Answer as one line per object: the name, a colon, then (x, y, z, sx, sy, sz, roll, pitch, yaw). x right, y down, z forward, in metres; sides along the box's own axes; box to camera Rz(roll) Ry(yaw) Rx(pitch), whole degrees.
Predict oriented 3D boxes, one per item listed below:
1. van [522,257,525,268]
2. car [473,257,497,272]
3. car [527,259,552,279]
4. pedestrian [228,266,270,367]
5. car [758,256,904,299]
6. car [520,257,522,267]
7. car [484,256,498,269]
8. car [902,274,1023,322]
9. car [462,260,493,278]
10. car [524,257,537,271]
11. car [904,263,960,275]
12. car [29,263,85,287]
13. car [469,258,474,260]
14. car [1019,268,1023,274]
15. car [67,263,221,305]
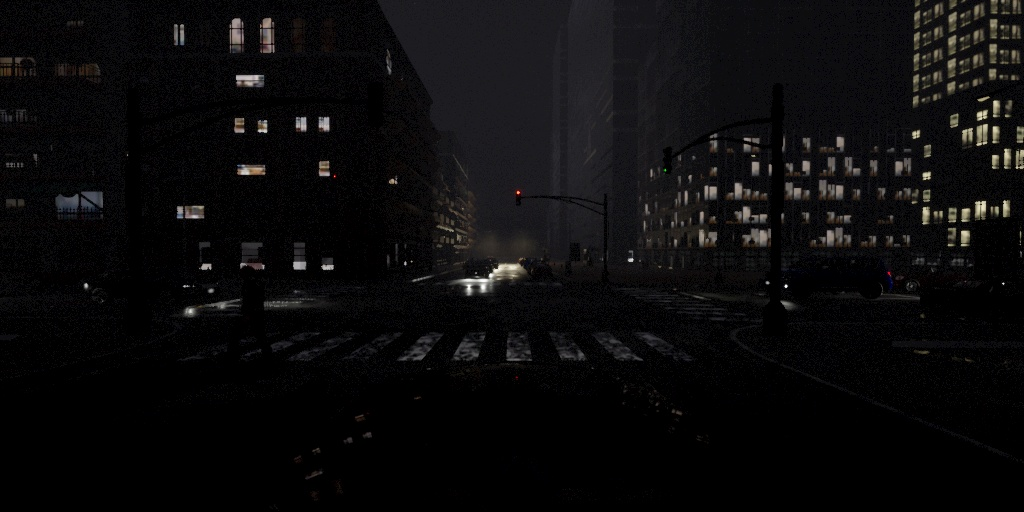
van: (2.623, 1.045, 49.462, 1.690, 1.789, 3.998, 0, 0, 0)
car: (-3.126, 1.218, 41.599, 1.837, 1.490, 4.892, 0, 1, 0)
car: (2.635, 1.272, 32.525, 1.888, 1.381, 4.507, 0, 0, 0)
pedestrian: (-4.671, 1.045, 6.351, 0.375, 1.860, 0.375, -1, 1, 0)
car: (15.727, 1.020, 18.145, 5.566, 2.045, 2.150, 0, 1, 1)
car: (2.618, 1.240, 55.108, 1.888, 1.381, 4.507, 0, 0, 0)
car: (-3.114, 1.050, 52.693, 2.097, 1.767, 4.553, 0, 0, 1)
car: (16.707, 1.445, 12.228, 4.403, 1.370, 2.007, 0, 0, 1)
car: (-3.112, 1.290, 32.864, 1.994, 1.385, 4.181, 0, 0, 0)
car: (2.631, 1.159, 38.170, 1.967, 1.591, 4.097, 0, 0, 0)
car: (23.360, 1.230, 20.780, 4.097, 1.591, 1.967, 0, 0, 1)
car: (-25.871, 1.110, 21.394, 4.507, 1.381, 1.888, 0, 0, 1)
car: (-5.725, 1.270, 49.423, 1.948, 1.339, 4.313, 0, 0, 0)
car: (25.748, 1.336, 18.016, 4.902, 1.511, 2.128, 0, 1, 1)
car: (-15.162, 1.199, 15.261, 4.902, 1.511, 2.128, 0, 1, 3)
